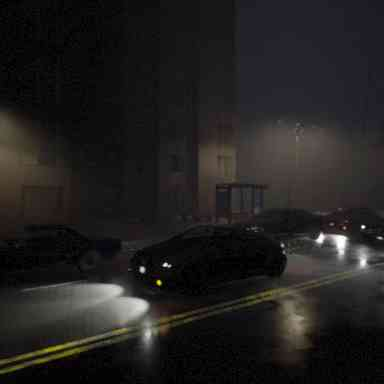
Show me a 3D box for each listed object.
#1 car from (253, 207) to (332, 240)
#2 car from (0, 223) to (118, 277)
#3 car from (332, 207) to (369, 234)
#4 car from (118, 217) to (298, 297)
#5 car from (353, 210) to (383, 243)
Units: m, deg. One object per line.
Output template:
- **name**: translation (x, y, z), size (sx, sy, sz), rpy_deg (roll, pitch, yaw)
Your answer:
- **car**: translation (4.052, 1.468, 15.370), size (5.008, 1.535, 1.882), rpy_deg (0, 0, -35)
- **car**: translation (-4.518, 1.599, 9.337), size (4.718, 1.301, 1.895), rpy_deg (0, 0, -35)
- **car**: translation (9.100, 1.550, 18.953), size (4.181, 1.385, 1.994), rpy_deg (0, 0, -35)
- **car**: translation (0.519, 1.560, 8.612), size (4.181, 1.385, 1.994), rpy_deg (0, 0, -35)
- **car**: translation (9.565, 1.589, 15.006), size (4.718, 1.301, 1.895), rpy_deg (0, 0, -35)
